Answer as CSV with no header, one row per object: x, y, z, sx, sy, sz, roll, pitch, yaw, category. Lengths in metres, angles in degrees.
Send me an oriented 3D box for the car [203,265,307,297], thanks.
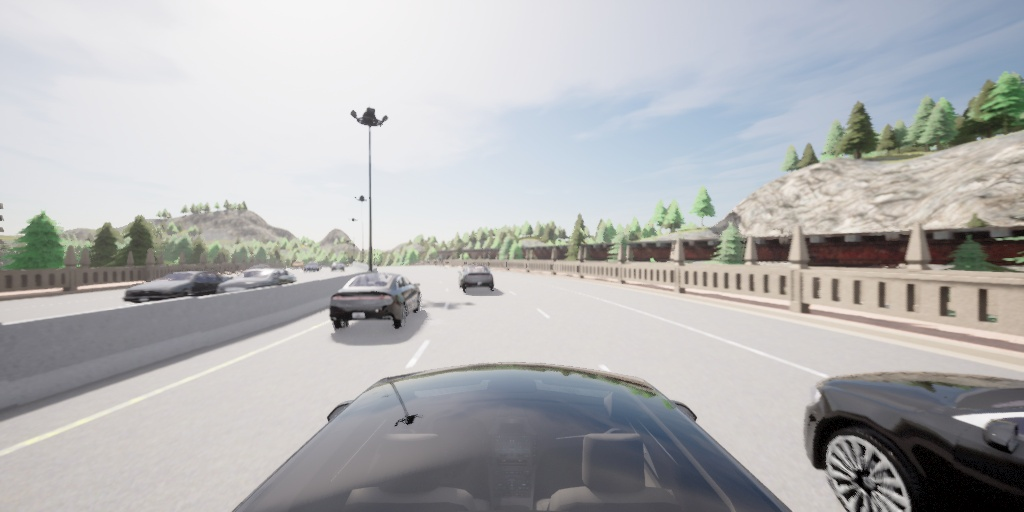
-12.273,1.371,17.629,2.128,1.511,4.902,0,0,-11,car

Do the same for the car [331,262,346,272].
-26.598,1.623,54.924,2.128,1.511,4.902,0,0,-26,car

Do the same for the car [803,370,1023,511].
3.431,1.223,1.105,2.128,1.511,4.902,0,0,0,car

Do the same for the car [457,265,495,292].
-2.265,1.317,22.027,2.128,1.511,4.902,0,0,-12,car

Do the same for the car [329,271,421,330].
-4.111,1.295,11.445,2.128,1.511,4.902,0,0,-6,car

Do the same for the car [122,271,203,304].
-15.739,1.451,17.495,2.033,1.411,5.357,0,0,-10,car

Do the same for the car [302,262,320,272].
-29.923,1.685,53.756,1.812,1.442,4.674,0,0,-26,car
